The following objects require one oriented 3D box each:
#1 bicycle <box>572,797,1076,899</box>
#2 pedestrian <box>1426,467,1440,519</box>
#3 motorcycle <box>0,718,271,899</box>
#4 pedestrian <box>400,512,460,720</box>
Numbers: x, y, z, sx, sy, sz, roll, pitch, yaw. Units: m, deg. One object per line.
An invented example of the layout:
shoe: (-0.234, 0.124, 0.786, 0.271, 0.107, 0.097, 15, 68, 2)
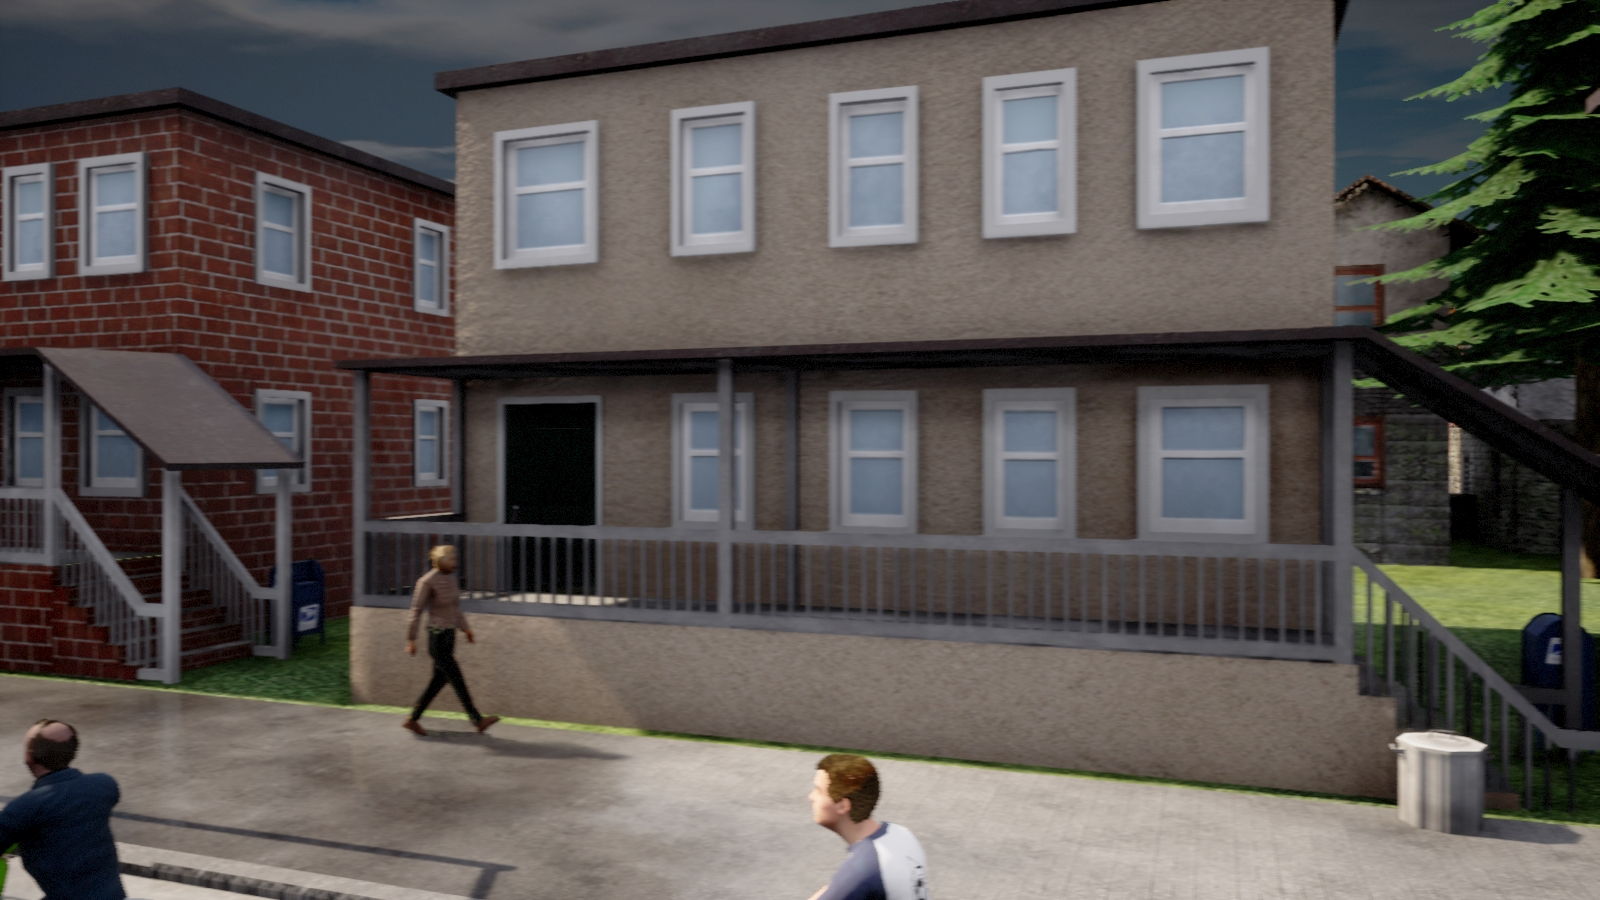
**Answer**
bicycle: (0.058, 1.936, 3.801, 1.643, 1.296, 0.373, 0, 0, 20)
pedestrian: (22.544, 1.526, 40.696, 0.375, 1.860, 0.375, 0, 0, 17)
motorcycle: (-3.376, 1.962, 5.046, 1.805, 1.236, 0.856, 0, 0, 20)
pedestrian: (-3.440, 1.524, 10.632, 0.375, 1.860, 0.375, 0, 0, 19)
